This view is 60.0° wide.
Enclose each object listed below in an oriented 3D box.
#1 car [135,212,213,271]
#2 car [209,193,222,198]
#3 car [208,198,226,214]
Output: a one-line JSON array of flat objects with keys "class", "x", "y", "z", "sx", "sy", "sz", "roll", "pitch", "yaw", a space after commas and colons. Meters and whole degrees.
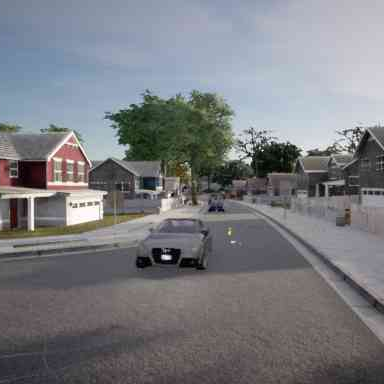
[{"class": "car", "x": -0.399, "y": 1.570, "z": 10.936, "sx": 1.994, "sy": 1.385, "sz": 4.181, "roll": 0, "pitch": 0, "yaw": 9}, {"class": "car", "x": 4.288, "y": 1.242, "z": 61.732, "sx": 2.150, "sy": 2.045, "sz": 5.566, "roll": 0, "pitch": 0, "yaw": 1}, {"class": "car", "x": 2.760, "y": 1.652, "z": 36.832, "sx": 1.895, "sy": 1.301, "sz": 4.718, "roll": 0, "pitch": 0, "yaw": 5}]
